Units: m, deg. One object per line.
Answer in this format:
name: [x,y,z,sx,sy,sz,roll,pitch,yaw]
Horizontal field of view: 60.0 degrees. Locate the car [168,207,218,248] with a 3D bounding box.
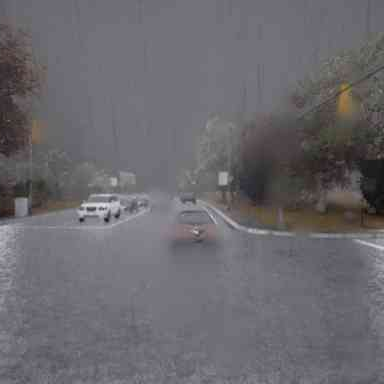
car: [0.101,1.527,14.678,2.033,1.411,5.357,0,0,0]

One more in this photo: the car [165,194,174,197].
car: [-4.731,1.234,66.880,2.128,1.511,4.902,0,0,-7]

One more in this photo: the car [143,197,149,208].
car: [-7.124,1.382,46.676,2.128,1.511,4.902,0,0,-1]

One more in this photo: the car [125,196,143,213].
car: [-7.055,1.430,36.287,2.128,1.511,4.902,0,0,0]

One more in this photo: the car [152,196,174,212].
car: [-3.433,1.495,38.314,1.994,1.385,4.181,0,0,0]

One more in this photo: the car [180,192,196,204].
car: [-0.530,1.035,57.746,2.150,2.045,5.566,0,0,-4]

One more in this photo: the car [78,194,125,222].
car: [-7.095,1.184,26.116,2.150,2.045,5.566,0,0,0]
